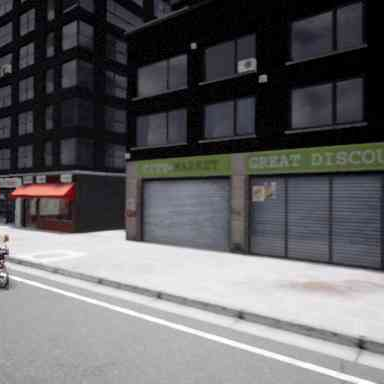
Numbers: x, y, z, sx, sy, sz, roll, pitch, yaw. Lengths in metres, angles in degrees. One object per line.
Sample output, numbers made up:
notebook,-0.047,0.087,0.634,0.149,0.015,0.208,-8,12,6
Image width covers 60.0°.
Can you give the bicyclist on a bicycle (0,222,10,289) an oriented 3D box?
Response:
bicyclist on a bicycle,-4.930,1.522,8.296,1.509,1.612,0.866,0,-1,36
